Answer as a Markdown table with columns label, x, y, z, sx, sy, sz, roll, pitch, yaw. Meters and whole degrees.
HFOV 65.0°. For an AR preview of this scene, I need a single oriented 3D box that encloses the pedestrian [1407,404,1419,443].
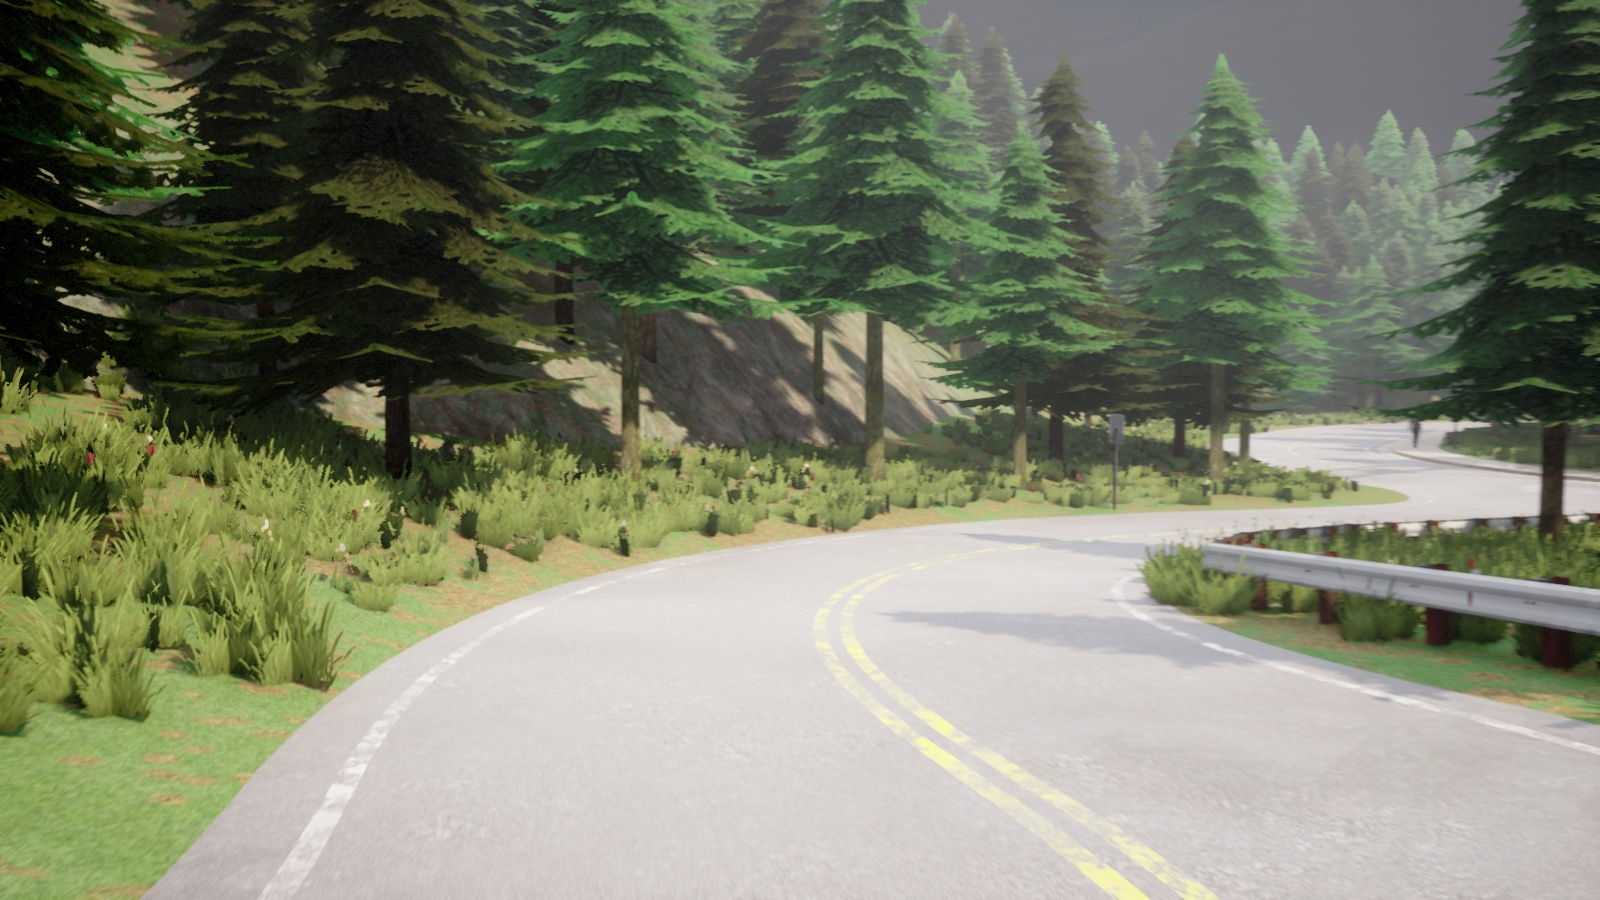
| label | x | y | z | sx | sy | sz | roll | pitch | yaw |
| --- | --- | --- | --- | --- | --- | --- | --- | --- | --- |
| pedestrian | 29.262 | -1.276 | 59.949 | 0.328 | 1.805 | 0.869 | 1 | 4 | 15 |
